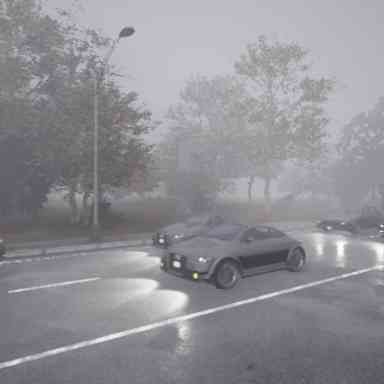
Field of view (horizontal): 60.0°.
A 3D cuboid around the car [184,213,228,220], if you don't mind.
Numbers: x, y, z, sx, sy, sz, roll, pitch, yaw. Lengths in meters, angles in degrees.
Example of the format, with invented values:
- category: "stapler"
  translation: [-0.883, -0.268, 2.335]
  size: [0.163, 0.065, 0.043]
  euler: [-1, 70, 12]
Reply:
- category: "car"
  translation: [0.550, 1.541, 12.932]
  size: [4.181, 1.385, 1.994]
  euler: [0, 0, -35]

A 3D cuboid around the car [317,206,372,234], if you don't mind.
- category: "car"
  translation: [9.467, 1.521, 19.193]
  size: [5.357, 1.411, 2.033]
  euler: [0, 0, -35]

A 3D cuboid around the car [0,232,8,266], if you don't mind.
- category: "car"
  translation: [-7.020, 1.471, 7.606]
  size: [4.902, 1.511, 2.128]
  euler: [0, 0, -35]

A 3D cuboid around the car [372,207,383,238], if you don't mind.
- category: "car"
  translation: [10.876, 1.485, 15.905]
  size: [4.892, 1.490, 1.837]
  euler: [0, 0, -35]

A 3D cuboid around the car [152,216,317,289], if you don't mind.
- category: "car"
  translation: [1.244, 1.548, 9.148]
  size: [4.181, 1.385, 1.994]
  euler: [0, 0, -36]
